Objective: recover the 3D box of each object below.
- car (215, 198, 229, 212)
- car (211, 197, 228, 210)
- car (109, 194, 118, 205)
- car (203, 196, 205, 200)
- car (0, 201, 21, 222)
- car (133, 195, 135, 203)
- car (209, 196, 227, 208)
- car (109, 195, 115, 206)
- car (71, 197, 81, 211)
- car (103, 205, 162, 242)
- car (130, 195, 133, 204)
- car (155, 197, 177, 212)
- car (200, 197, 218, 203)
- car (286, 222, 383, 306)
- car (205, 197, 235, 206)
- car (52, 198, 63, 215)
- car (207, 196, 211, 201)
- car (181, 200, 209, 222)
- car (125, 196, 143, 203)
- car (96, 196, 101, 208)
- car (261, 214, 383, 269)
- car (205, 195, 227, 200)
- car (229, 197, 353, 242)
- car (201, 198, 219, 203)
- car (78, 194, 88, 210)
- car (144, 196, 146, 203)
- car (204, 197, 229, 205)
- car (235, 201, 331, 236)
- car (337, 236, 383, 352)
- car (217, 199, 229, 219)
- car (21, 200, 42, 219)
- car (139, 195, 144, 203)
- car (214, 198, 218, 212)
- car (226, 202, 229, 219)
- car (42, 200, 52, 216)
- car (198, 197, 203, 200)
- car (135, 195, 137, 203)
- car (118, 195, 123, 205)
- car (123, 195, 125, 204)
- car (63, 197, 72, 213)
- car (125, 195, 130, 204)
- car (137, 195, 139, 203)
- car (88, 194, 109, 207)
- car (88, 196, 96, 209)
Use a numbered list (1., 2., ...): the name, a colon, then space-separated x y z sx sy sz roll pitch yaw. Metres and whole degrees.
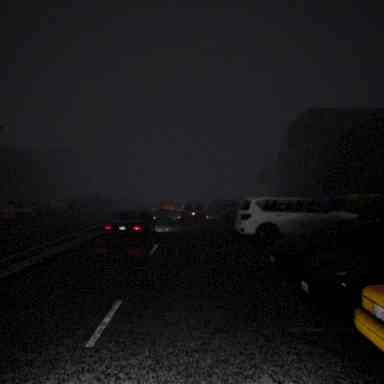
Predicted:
1. car: 4.746 1.555 29.139 4.792 1.488 2.163 0 0 0
2. car: 4.724 1.546 34.572 4.892 1.521 2.231 0 0 0
3. car: -15.728 1.541 57.270 4.553 1.767 2.185 0 0 0
4. car: 4.908 1.641 54.025 5.366 1.575 1.946 0 0 0
5. car: -15.826 1.500 24.177 5.366 1.575 1.946 0 0 0
6. car: -15.692 1.555 71.052 5.566 2.045 2.435 0 -1 0
7. car: 4.713 1.557 37.351 5.008 1.535 2.097 0 0 0
8. car: -15.722 1.677 54.512 4.792 1.488 2.163 0 0 0
9. car: -15.694 1.580 37.970 4.792 1.488 2.163 0 0 0
10. car: -2.896 1.561 16.363 2.033 1.411 5.357 0 0 0
11. car: -15.687 1.517 68.294 5.566 2.045 2.435 0 -1 0
12. car: -2.892 1.562 39.199 1.882 1.535 5.008 0 0 0
13. car: 4.727 2.305 93.031 5.008 1.535 2.097 0 -1 0
14. car: 4.682 1.512 6.782 4.792 1.488 2.163 0 0 0
15. car: 4.730 1.662 56.805 4.892 1.521 2.231 0 0 0
16. car: -15.626 1.558 32.454 4.792 1.488 2.163 0 0 0
17. car: 4.714 1.584 43.034 4.892 1.521 2.231 0 0 0
18. car: 0.106 1.602 26.887 1.994 1.385 4.181 0 0 0
19. car: -15.721 2.115 90.335 4.553 1.767 2.185 0 -1 0
20. car: -15.649 1.624 46.239 4.792 1.488 2.163 0 0 0
21. car: 4.683 1.514 9.560 4.792 1.488 2.163 0 0 0
22. car: 4.726 1.597 45.814 5.008 1.535 2.097 0 0 0
23. car: 4.741 1.240 15.120 5.566 2.045 2.435 0 0 0
24. car: 4.761 2.263 90.252 4.792 1.488 2.163 0 -1 0
25. car: -15.638 1.439 40.727 4.553 1.767 2.185 0 0 0
26. car: -15.719 1.919 87.582 5.566 2.045 2.435 0 -1 0
27. car: 4.724 1.764 65.262 4.674 1.452 2.002 0 -1 0
28. car: 4.746 1.371 17.933 4.553 1.767 2.185 0 0 0
29. car: 4.896 1.479 4.002 5.366 1.575 1.946 0 0 0
30. car: 4.723 1.518 26.359 4.892 1.521 2.231 0 0 0
31. car: -15.461 1.508 26.941 5.366 1.575 1.946 0 0 0
32. car: -15.771 1.849 84.825 5.566 2.045 2.435 0 -1 0
33. car: 4.715 1.576 31.918 4.674 1.452 2.002 0 0 0
34. car: 4.712 1.543 20.803 4.674 1.452 2.002 0 0 0
35. car: -15.622 1.549 29.698 4.792 1.488 2.163 0 0 0
36. car: 0.110 1.666 43.023 1.994 1.385 4.181 0 0 0
37. car: -15.696 1.603 73.804 5.566 2.045 2.435 0 -1 0
38. car: -15.696 1.685 60.027 5.008 1.535 2.097 0 0 0
39. car: -15.704 1.748 62.781 4.674 1.452 2.002 0 -1 0
40. car: -15.658 1.579 35.175 4.674 1.452 2.002 0 0 0
41. car: -15.525 1.730 65.539 5.366 1.575 1.946 0 -1 0
42. car: -15.763 1.997 79.307 4.792 1.488 2.163 0 -1 0
43. car: -15.712 1.360 48.999 5.566 2.045 2.435 0 0 0
44. car: -15.669 1.579 43.483 5.008 1.535 2.097 0 0 0
